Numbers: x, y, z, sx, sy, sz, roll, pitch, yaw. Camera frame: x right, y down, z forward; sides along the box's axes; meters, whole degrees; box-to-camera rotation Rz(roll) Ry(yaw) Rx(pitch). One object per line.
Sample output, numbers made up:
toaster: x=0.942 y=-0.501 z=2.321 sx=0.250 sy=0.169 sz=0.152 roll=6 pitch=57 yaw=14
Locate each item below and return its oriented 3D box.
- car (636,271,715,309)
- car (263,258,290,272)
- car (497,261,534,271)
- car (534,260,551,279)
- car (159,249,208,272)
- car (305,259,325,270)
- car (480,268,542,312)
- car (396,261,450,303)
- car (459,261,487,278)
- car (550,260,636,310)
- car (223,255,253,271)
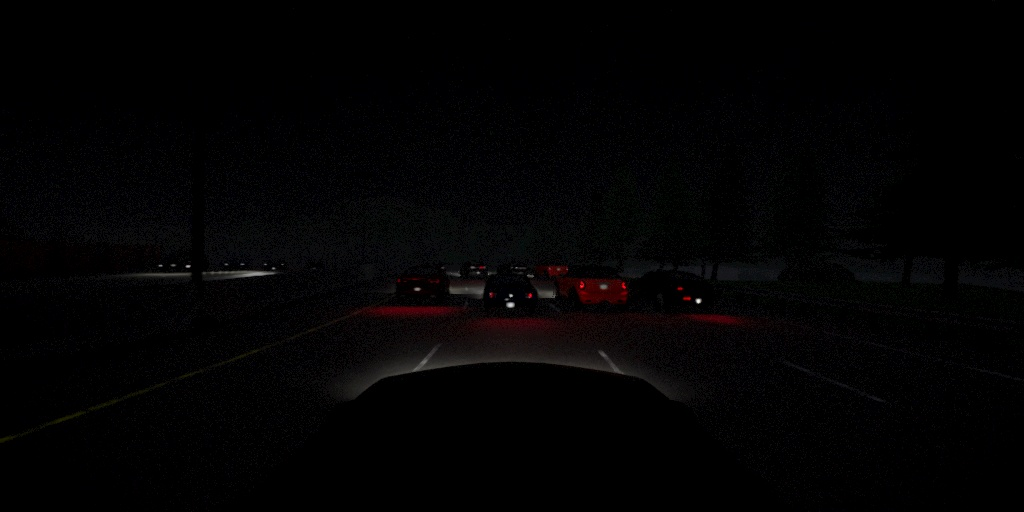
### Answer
car: x=6.689 y=1.375 z=15.651 sx=1.837 sy=1.490 sz=4.892 roll=1 pitch=0 yaw=-5
car: x=-24.280 y=0.888 z=37.040 sx=1.895 sy=1.301 sz=4.718 roll=1 pitch=0 yaw=-27
car: x=-0.066 y=1.229 z=32.747 sx=2.128 sy=1.511 sz=4.902 roll=1 pitch=0 yaw=-17
car: x=3.463 y=1.153 z=33.103 sx=2.097 sy=1.767 sz=4.553 roll=1 pitch=0 yaw=-16
car: x=-30.106 y=0.401 z=33.099 sx=2.150 sy=2.045 sz=5.566 roll=1 pitch=0 yaw=-26
car: x=-21.621 y=0.936 z=39.499 sx=1.895 sy=1.301 sz=4.718 roll=1 pitch=0 yaw=-27
car: x=-0.193 y=1.342 z=14.229 sx=1.895 sy=1.301 sz=4.718 roll=1 pitch=0 yaw=-4
car: x=-3.896 y=1.150 z=16.233 sx=1.882 sy=1.535 sz=5.008 roll=1 pitch=-1 yaw=-6
car: x=-3.499 y=1.166 z=32.069 sx=2.128 sy=1.511 sz=4.902 roll=1 pitch=0 yaw=-17
car: x=3.200 y=1.155 z=15.309 sx=2.097 sy=1.767 sz=4.553 roll=1 pitch=0 yaw=-5
car: x=-28.294 y=0.690 z=37.144 sx=1.882 sy=1.535 sz=5.008 roll=1 pitch=0 yaw=-28
